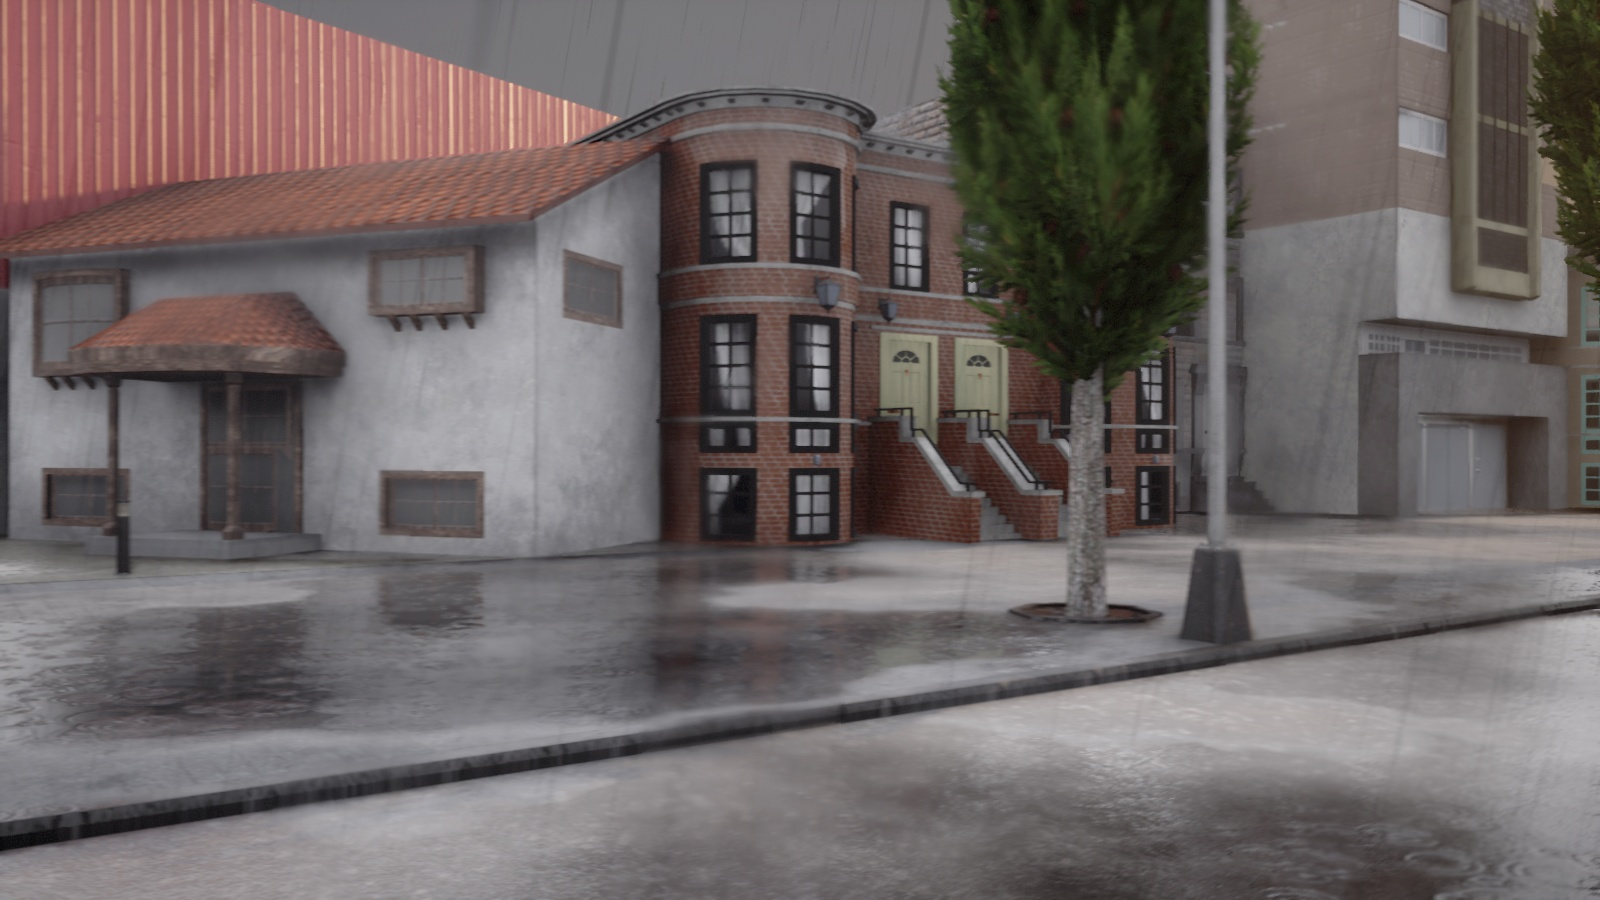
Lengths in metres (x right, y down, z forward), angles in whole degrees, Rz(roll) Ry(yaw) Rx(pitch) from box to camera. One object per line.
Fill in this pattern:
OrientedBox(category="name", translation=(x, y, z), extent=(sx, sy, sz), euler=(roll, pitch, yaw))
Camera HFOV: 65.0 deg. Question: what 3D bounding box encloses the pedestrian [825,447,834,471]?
OrientedBox(category="pedestrian", translation=(2.220, 0.681, 94.732), extent=(0.354, 1.836, 0.706), euler=(0, 0, -37))
